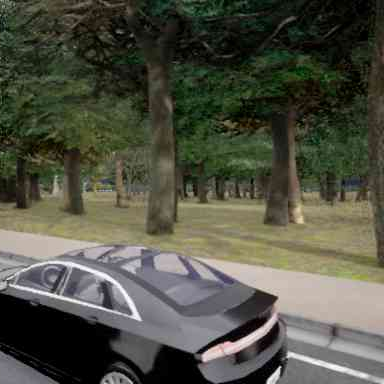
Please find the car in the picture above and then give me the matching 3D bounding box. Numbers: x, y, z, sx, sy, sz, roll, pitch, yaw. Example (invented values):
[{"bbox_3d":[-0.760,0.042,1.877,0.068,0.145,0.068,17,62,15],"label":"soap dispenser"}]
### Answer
[{"bbox_3d":[-1.236,1.480,4.441,4.902,1.511,2.128,0,0,35],"label":"car"}]
